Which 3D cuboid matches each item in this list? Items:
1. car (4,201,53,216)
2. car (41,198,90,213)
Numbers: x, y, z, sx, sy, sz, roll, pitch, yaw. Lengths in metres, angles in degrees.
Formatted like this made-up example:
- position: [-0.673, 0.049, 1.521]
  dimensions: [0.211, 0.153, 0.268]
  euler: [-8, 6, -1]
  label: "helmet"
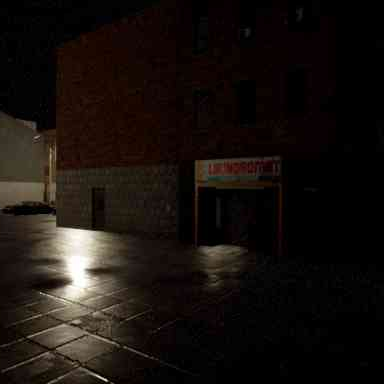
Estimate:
- position: [-15.191, 1.589, 32.295]
  dimensions: [2.033, 1.411, 5.357]
  euler: [0, 0, 35]
  label: "car"
- position: [-14.487, 1.522, 38.351]
  dimensions: [2.128, 1.511, 4.902]
  euler: [0, 0, 36]
  label: "car"
